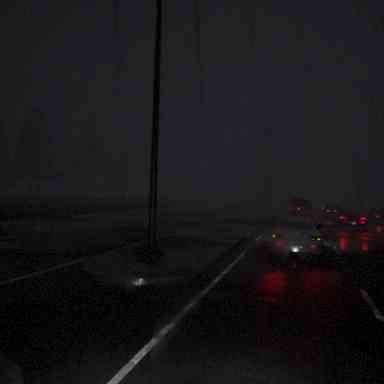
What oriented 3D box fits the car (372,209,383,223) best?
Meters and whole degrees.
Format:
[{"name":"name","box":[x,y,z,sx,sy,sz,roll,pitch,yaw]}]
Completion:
[{"name":"car","box":[17.142,2.179,30.364,1.895,1.301,4.718,2,0,18]}]

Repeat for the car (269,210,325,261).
[{"name":"car","box":[4.102,1.670,13.073,1.812,1.442,4.674,2,0,18]}]

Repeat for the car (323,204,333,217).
[{"name":"car","box":[15.728,2.088,37.239,2.033,1.411,5.357,2,0,18]}]

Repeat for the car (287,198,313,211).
[{"name":"car","box":[10.289,1.583,31.886,2.150,2.045,5.566,2,0,18]}]

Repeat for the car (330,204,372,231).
[{"name":"car","box":[11.448,1.916,24.251,1.812,1.442,4.674,2,0,18]}]
